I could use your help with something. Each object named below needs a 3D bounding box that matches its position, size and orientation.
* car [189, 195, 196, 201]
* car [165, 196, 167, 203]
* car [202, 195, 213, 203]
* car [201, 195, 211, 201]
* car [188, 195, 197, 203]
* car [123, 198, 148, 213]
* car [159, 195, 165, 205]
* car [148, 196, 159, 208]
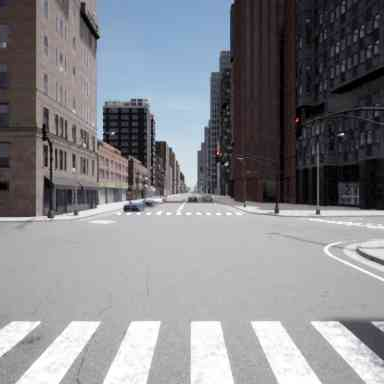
[{"bbox_3d":[0.122,1.443,81.408,1.882,1.535,5.008,0,0,0],"label":"car"},{"bbox_3d":[-6.393,1.475,71.070,1.882,1.535,5.008,0,0,0],"label":"car"},{"bbox_3d":[3.357,1.524,70.984,2.128,1.511,4.902,0,0,0],"label":"car"},{"bbox_3d":[3.372,1.490,81.404,2.128,1.511,4.902,0,0,0],"label":"car"},{"bbox_3d":[0.107,1.477,70.989,1.882,1.535,5.008,0,0,0],"label":"car"},{"bbox_3d":[-6.524,1.604,37.652,1.895,1.301,4.718,0,0,0],"label":"car"},{"bbox_3d":[-6.444,1.529,60.698,1.812,1.442,4.674,0,0,1],"label":"car"},{"bbox_3d":[-6.488,1.605,48.870,1.895,1.301,4.718,0,0,1],"label":"car"}]
